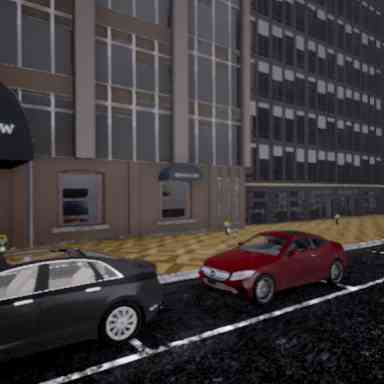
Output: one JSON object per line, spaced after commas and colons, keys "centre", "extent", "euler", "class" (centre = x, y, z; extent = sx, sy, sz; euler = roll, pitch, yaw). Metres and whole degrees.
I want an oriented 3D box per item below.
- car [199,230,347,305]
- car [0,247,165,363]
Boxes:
{"centre": [2.123, 1.612, 8.085], "extent": [4.206, 1.307, 1.802], "euler": [0, -1, -36], "class": "car"}
{"centre": [-2.504, 1.554, 4.784], "extent": [4.403, 1.369, 2.008], "euler": [0, -1, -36], "class": "car"}
